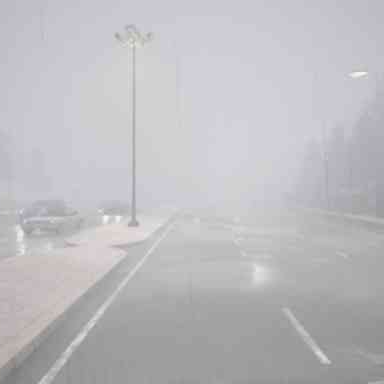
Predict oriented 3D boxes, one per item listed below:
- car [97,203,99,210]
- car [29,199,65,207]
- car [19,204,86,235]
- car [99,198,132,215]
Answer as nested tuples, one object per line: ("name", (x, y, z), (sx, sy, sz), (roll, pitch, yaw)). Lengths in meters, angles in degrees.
("car", (-10.549, 1.529, 42.577), (2.033, 1.411, 5.357), (0, 0, 2))
("car", (-11.075, 1.335, 25.200), (2.097, 1.767, 4.553), (0, 0, 2))
("car", (-7.713, 1.588, 18.972), (1.895, 1.301, 4.718), (0, 0, 2))
("car", (-7.323, 1.552, 33.043), (1.994, 1.385, 4.181), (0, 0, 3))
